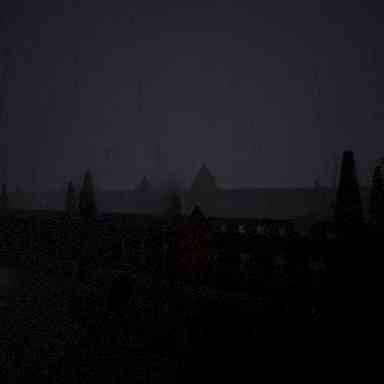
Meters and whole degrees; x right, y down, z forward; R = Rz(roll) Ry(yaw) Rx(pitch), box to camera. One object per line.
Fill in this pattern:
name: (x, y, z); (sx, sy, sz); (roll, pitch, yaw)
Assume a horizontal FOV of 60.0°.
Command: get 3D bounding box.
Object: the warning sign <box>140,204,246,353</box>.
warning sign: (0.053, 1.142, 5.122); (1.060, 1.860, 1.300); (-1, 0, 36)
